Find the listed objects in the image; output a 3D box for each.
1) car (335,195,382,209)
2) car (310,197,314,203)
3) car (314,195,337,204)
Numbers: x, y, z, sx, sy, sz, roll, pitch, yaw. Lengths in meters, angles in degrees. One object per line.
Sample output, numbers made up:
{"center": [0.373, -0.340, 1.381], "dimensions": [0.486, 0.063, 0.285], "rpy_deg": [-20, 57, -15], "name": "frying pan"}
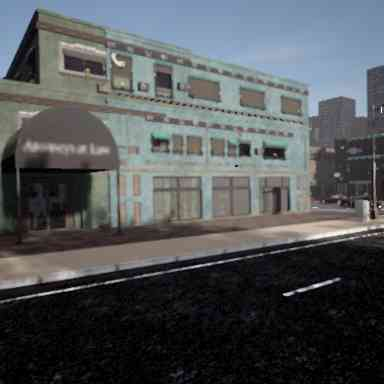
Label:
{"center": [19.153, 1.255, 37.886], "dimensions": [1.947, 1.339, 4.313], "rpy_deg": [-3, 1, -36], "name": "car"}
{"center": [17.985, 1.221, 54.120], "dimensions": [1.802, 1.307, 4.206], "rpy_deg": [-3, 1, -36], "name": "car"}
{"center": [21.206, 1.125, 49.619], "dimensions": [2.008, 1.369, 4.403], "rpy_deg": [-3, 1, -36], "name": "car"}
